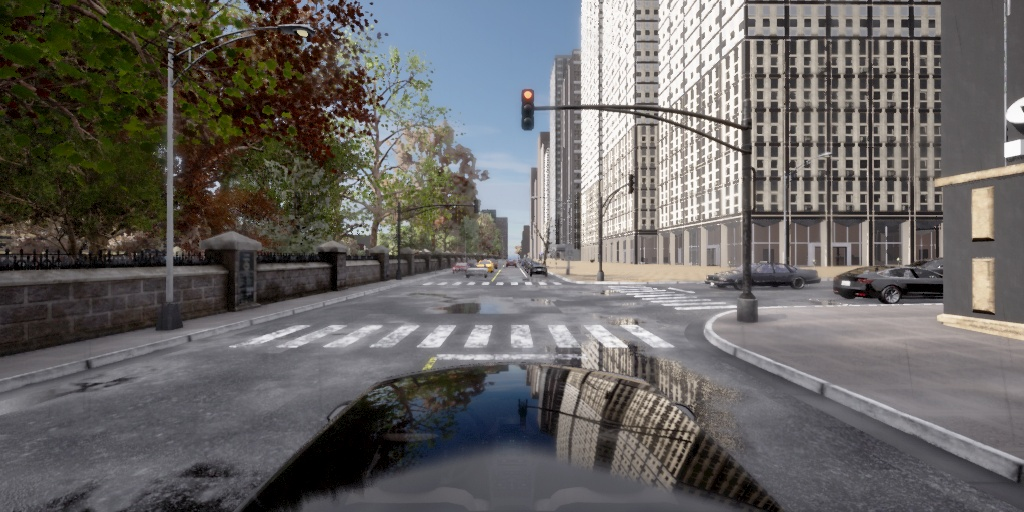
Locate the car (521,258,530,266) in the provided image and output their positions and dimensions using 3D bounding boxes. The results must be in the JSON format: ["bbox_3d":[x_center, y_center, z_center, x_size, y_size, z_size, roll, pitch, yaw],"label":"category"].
[{"bbox_3d":[2.538,1.340,47.314,1.948,1.339,4.313,0,0,0],"label":"car"}]

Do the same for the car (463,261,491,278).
[{"bbox_3d":[-3.205,1.364,33.556,1.895,1.301,4.718,0,0,-3],"label":"car"}]

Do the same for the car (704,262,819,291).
[{"bbox_3d":[13.389,1.054,19.277,5.357,1.411,2.033,-1,0,-1],"label":"car"}]

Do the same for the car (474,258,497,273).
[{"bbox_3d":[-3.240,1.248,43.613,1.882,1.535,5.008,0,0,0],"label":"car"}]

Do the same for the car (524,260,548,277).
[{"bbox_3d":[2.575,1.331,36.049,1.948,1.339,4.313,0,0,0],"label":"car"}]

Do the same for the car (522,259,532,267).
[{"bbox_3d":[2.556,1.335,41.682,1.948,1.339,4.313,0,0,0],"label":"car"}]

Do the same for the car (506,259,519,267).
[{"bbox_3d":[-0.110,1.320,65.313,1.812,1.442,4.674,0,0,0],"label":"car"}]

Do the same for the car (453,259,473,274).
[{"bbox_3d":[-5.824,1.351,41.654,1.802,1.307,4.207,0,0,0],"label":"car"}]

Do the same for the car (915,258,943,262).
[{"bbox_3d":[23.118,0.846,19.373,4.892,1.490,1.837,-1,0,0],"label":"car"}]

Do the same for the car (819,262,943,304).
[{"bbox_3d":[14.647,1.026,13.507,4.313,1.339,1.948,0,0,0],"label":"car"}]
